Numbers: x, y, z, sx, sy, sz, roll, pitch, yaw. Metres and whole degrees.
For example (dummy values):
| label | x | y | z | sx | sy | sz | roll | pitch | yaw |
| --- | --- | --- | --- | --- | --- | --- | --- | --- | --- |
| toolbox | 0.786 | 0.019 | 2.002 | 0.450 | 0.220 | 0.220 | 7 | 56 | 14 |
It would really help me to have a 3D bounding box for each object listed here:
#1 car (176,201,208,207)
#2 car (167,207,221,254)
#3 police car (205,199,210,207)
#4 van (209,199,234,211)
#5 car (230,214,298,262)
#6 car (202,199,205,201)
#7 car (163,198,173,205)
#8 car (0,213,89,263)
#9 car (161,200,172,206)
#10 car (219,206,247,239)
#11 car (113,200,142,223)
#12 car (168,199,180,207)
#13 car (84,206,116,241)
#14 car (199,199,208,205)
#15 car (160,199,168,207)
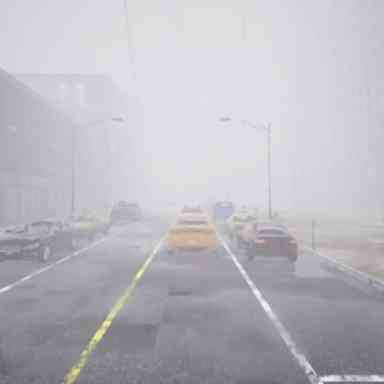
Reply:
| label | x | y | z | sx | sy | sz | roll | pitch | yaw |
| --- | --- | --- | --- | --- | --- | --- | --- | --- | --- |
| car | 0.031 | 1.804 | 28.498 | 2.128 | 1.511 | 4.902 | 0 | 0 | 0 |
| car | 0.033 | 1.633 | 14.236 | 1.882 | 1.535 | 5.008 | 0 | 0 | 1 |
| police car | 3.151 | 1.922 | 45.378 | 1.930 | 1.638 | 5.238 | 0 | -1 | 0 |
| van | 2.715 | 1.660 | 29.213 | 1.690 | 1.788 | 3.998 | 1 | -1 | 0 |
| car | 2.705 | 1.719 | 12.501 | 1.802 | 1.307 | 4.206 | 1 | -1 | 0 |
| car | 3.132 | 1.926 | 52.239 | 2.097 | 1.767 | 4.553 | 0 | -1 | 0 |
| car | -5.647 | 2.315 | 79.340 | 1.967 | 1.590 | 4.097 | 1 | -1 | 0 |
| car | -5.674 | 1.688 | 12.506 | 2.008 | 1.369 | 4.403 | 1 | -1 | 0 |
| car | -5.651 | 2.379 | 73.770 | 1.947 | 1.339 | 4.313 | 1 | -1 | 0 |
| car | 2.708 | 1.725 | 18.241 | 1.752 | 1.417 | 4.829 | 1 | -1 | 0 |
| car | -5.665 | 1.634 | 29.217 | 2.192 | 1.841 | 5.009 | 1 | -1 | 0 |
| car | -3.000 | 2.207 | 64.591 | 2.128 | 1.511 | 4.902 | 0 | -1 | 1 |
| car | -5.672 | 1.721 | 17.907 | 1.752 | 1.417 | 4.829 | 1 | -1 | 0 |
| car | 2.732 | 2.425 | 79.335 | 2.008 | 1.369 | 4.403 | 1 | -1 | 0 |
| car | -5.653 | 2.296 | 68.201 | 1.887 | 1.381 | 4.507 | 1 | -1 | 0 |
